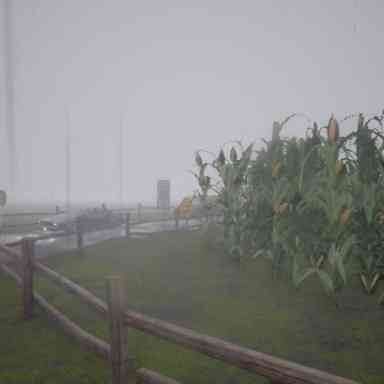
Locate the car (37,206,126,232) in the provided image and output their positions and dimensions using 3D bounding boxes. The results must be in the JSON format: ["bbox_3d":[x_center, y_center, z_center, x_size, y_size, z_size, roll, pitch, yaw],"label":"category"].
[{"bbox_3d":[-6.306,1.577,19.817,2.033,1.411,5.357,1,0,34],"label":"car"}]

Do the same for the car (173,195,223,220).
[{"bbox_3d":[0.679,1.302,29.818,2.150,2.045,5.566,1,0,35],"label":"car"}]

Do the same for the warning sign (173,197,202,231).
[{"bbox_3d":[-0.267,1.212,19.229,1.300,1.860,1.060,1,1,35],"label":"warning sign"}]
